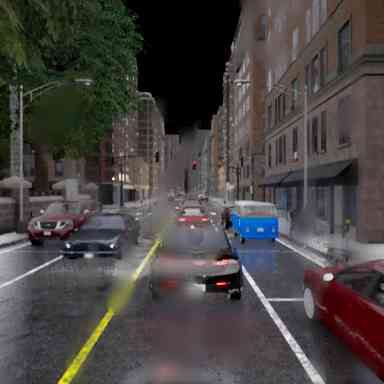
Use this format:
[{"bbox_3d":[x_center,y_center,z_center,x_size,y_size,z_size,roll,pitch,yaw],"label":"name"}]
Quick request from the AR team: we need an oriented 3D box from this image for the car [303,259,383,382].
[{"bbox_3d":[2.850,1.542,4.308,1.887,1.381,4.507,0,0,0],"label":"car"}]

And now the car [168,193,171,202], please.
[{"bbox_3d":[-5.749,1.478,64.718,2.008,1.369,4.403,0,0,0],"label":"car"}]

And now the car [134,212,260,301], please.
[{"bbox_3d":[0.090,1.487,8.315,2.128,1.511,4.902,0,0,0],"label":"car"}]

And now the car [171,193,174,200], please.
[{"bbox_3d":[-5.763,1.463,75.620,1.887,1.381,4.507,0,0,0],"label":"car"}]

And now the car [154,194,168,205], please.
[{"bbox_3d":[-5.742,1.458,59.097,1.752,1.417,4.829,0,0,0],"label":"car"}]

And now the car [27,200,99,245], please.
[{"bbox_3d":[-5.689,1.304,15.578,2.192,1.841,5.009,0,0,0],"label":"car"}]

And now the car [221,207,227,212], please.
[{"bbox_3d":[2.830,1.549,21.289,1.947,1.339,4.313,0,0,0],"label":"car"}]

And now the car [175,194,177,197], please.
[{"bbox_3d":[-5.776,1.464,86.521,2.008,1.369,4.403,0,0,0],"label":"car"}]

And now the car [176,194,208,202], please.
[{"bbox_3d":[0.014,1.328,27.534,2.097,1.767,4.553,0,0,2],"label":"car"}]

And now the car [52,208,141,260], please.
[{"bbox_3d":[-3.106,1.539,12.685,2.033,1.411,5.357,0,0,0],"label":"car"}]

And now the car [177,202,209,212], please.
[{"bbox_3d":[0.080,1.512,18.577,1.812,1.442,4.674,0,0,0],"label":"car"}]

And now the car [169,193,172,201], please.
[{"bbox_3d":[-5.756,1.467,70.169,1.887,1.381,4.507,0,0,0],"label":"car"}]

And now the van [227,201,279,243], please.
[{"bbox_3d":[2.836,1.330,15.629,1.690,1.788,3.998,0,0,0],"label":"van"}]
